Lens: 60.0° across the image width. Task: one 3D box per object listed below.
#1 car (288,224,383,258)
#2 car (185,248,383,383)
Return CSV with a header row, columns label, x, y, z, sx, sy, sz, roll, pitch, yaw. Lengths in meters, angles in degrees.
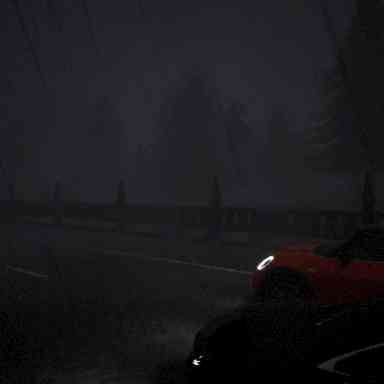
label,x,y,z,sx,sy,sz,roll,pitch,yaw
car,3.383,1.350,5.876,4.553,1.767,2.097,0,0,36
car,2.188,1.507,2.429,4.892,1.490,1.837,1,0,36
